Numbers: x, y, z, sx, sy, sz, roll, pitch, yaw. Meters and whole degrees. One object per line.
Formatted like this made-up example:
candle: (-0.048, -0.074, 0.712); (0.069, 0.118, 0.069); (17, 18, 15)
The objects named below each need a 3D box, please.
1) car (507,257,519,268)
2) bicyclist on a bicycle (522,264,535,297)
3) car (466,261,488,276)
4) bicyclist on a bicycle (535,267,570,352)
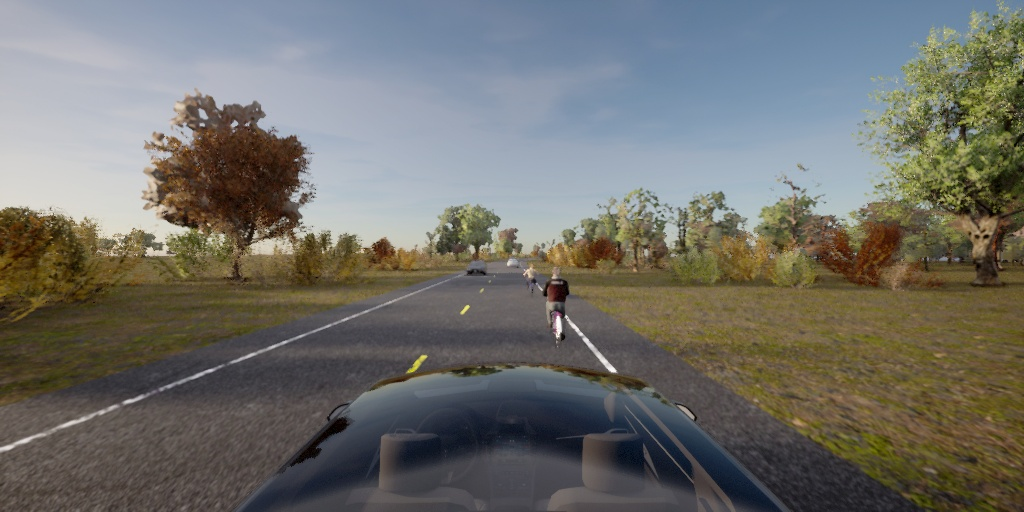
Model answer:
car: (0.125, 1.226, 60.327); (1.812, 1.442, 4.674); (0, 0, 0)
bicyclist on a bicycle: (0.945, 1.185, 17.709); (0.866, 1.612, 1.509); (0, 0, 0)
car: (-3.585, 1.241, 37.277); (1.837, 1.490, 4.892); (0, 0, 0)
bicyclist on a bicycle: (0.966, 1.121, 8.020); (0.659, 1.776, 1.843); (0, 0, 0)
